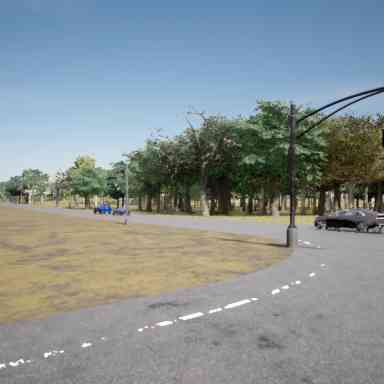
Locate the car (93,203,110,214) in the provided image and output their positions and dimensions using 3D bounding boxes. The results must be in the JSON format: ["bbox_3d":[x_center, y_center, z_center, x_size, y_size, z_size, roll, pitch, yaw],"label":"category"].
[{"bbox_3d":[-17.607,3.263,65.375,2.150,2.045,5.566,1,-2,-33],"label":"car"}]

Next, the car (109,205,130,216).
[{"bbox_3d":[-12.108,3.276,56.970,1.812,1.442,4.674,1,-2,-33],"label":"car"}]

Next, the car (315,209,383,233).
[{"bbox_3d":[10.631,1.881,22.427,2.128,1.511,4.902,1,-2,-33],"label":"car"}]
